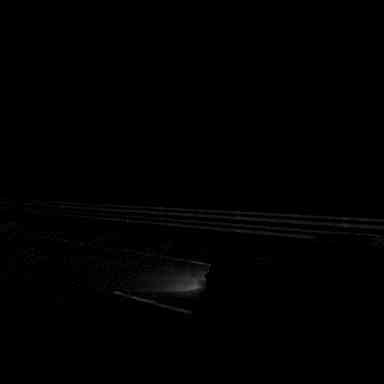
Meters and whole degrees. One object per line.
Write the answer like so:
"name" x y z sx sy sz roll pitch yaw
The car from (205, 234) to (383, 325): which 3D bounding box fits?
"car" 2.905 1.532 6.218 5.357 1.411 2.033 1 1 36
